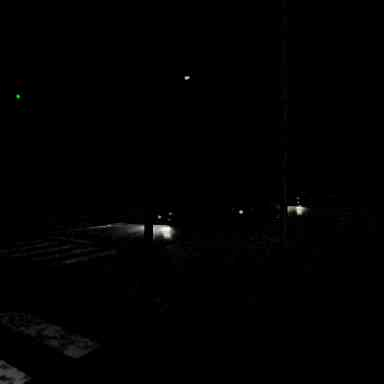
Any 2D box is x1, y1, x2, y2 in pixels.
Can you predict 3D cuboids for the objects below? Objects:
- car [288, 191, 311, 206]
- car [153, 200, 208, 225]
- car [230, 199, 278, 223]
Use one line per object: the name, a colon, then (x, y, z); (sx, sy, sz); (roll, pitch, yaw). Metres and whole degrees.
car: (12.374, 0.653, 39.150); (2.097, 1.767, 4.553); (0, 1, 36)
car: (-0.730, 1.232, 20.920); (1.994, 1.385, 4.181); (0, 1, 36)
car: (4.208, 1.179, 22.255); (1.994, 1.385, 4.181); (0, 1, 35)
